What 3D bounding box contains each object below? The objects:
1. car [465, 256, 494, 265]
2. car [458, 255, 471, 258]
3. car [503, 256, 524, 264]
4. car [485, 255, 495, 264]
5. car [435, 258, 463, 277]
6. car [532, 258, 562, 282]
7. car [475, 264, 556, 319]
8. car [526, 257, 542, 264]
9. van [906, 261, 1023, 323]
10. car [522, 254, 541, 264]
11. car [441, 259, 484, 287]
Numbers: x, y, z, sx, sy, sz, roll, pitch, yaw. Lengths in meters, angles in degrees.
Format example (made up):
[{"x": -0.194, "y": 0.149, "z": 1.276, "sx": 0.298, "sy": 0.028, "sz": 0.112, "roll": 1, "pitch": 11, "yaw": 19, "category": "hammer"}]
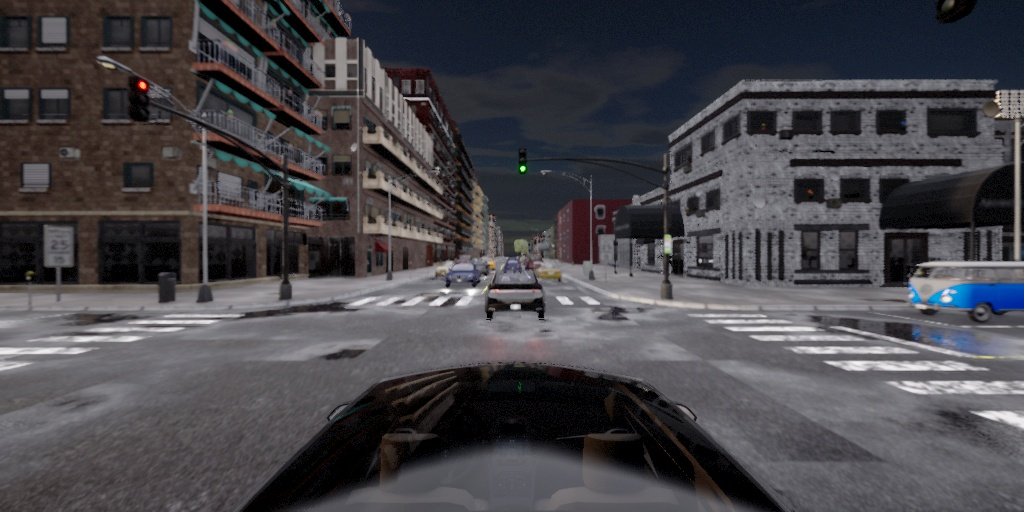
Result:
[{"x": -3.089, "y": 1.048, "z": 33.295, "sx": 2.128, "sy": 1.511, "sz": 4.902, "roll": 0, "pitch": 0, "yaw": 0, "category": "car"}, {"x": -5.697, "y": 0.814, "z": 43.355, "sx": 2.192, "sy": 1.841, "sz": 5.009, "roll": 0, "pitch": 0, "yaw": 0, "category": "car"}, {"x": 0.079, "y": 1.038, "z": 38.512, "sx": 1.812, "sy": 1.442, "sz": 4.674, "roll": 0, "pitch": 0, "yaw": 0, "category": "car"}, {"x": -3.084, "y": 0.968, "z": 43.474, "sx": 1.882, "sy": 1.535, "sz": 5.008, "roll": 0, "pitch": 0, "yaw": 0, "category": "car"}, {"x": -5.695, "y": 1.097, "z": 32.107, "sx": 1.751, "sy": 1.417, "sz": 4.829, "roll": 0, "pitch": 0, "yaw": 0, "category": "car"}, {"x": 2.687, "y": 1.108, "z": 26.910, "sx": 1.751, "sy": 1.417, "sz": 4.829, "roll": 0, "pitch": 0, "yaw": 0, "category": "car"}, {"x": 0.097, "y": 1.197, "z": 12.499, "sx": 2.128, "sy": 1.511, "sz": 4.902, "roll": 0, "pitch": 0, "yaw": 0, "category": "car"}, {"x": 2.685, "y": 1.091, "z": 37.818, "sx": 1.802, "sy": 1.307, "sz": 4.207, "roll": 0, "pitch": 0, "yaw": 0, "category": "car"}, {"x": 14.895, "y": 1.059, "z": 11.220, "sx": 3.998, "sy": 1.789, "sz": 1.690, "roll": 0, "pitch": 0, "yaw": 0, "category": "van"}, {"x": 2.684, "y": 0.789, "z": 43.357, "sx": 2.192, "sy": 1.841, "sz": 5.009, "roll": 0, "pitch": 0, "yaw": 0, "category": "car"}, {"x": -3.093, "y": 1.149, "z": 23.390, "sx": 1.812, "sy": 1.442, "sz": 4.674, "roll": 0, "pitch": 0, "yaw": 0, "category": "car"}]
